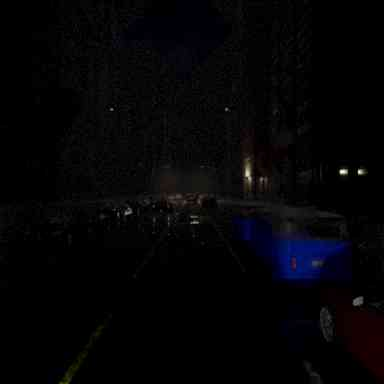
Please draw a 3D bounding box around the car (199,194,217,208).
[{"bbox_3d":[2.357,1.395,45.722,1.882,1.535,5.008,0,0,0],"label":"car"}]

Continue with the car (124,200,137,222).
[{"bbox_3d":[-5.764,1.477,25.986,1.752,1.417,4.829,0,0,0],"label":"car"}]

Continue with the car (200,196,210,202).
[{"bbox_3d":[2.758,1.451,71.581,1.947,1.339,4.313,0,0,0],"label":"car"}]

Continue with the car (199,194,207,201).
[{"bbox_3d":[2.757,1.313,82.935,1.967,1.590,4.097,0,0,0],"label":"car"}]

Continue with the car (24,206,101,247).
[{"bbox_3d":[-5.764,1.523,14.801,2.008,1.369,4.403,0,0,0],"label":"car"}]

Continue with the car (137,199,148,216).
[{"bbox_3d":[-5.765,1.507,31.834,1.947,1.339,4.313,0,0,0],"label":"car"}]

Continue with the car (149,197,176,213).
[{"bbox_3d":[-3.099,1.536,35.429,1.895,1.301,4.718,0,0,0],"label":"car"}]

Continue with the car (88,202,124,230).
[{"bbox_3d":[-5.764,1.402,20.479,1.967,1.590,4.097,0,0,0],"label":"car"}]

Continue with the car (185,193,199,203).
[{"bbox_3d":[-0.004,1.398,64.476,1.837,1.490,4.892,0,0,0],"label":"car"}]

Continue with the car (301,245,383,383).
[{"bbox_3d":[2.762,1.576,3.449,1.802,1.307,4.206,0,0,0],"label":"car"}]

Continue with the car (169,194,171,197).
[{"bbox_3d":[-5.767,1.456,65.898,1.947,1.339,4.313,0,0,0],"label":"car"}]

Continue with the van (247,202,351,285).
[{"bbox_3d":[2.762,1.325,9.127,1.690,1.788,3.998,0,0,0],"label":"van"}]

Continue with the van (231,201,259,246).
[{"bbox_3d":[2.761,1.314,14.804,1.690,1.788,3.998,0,0,0],"label":"van"}]

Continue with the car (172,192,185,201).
[{"bbox_3d":[-3.004,1.299,77.029,2.033,1.411,5.357,0,0,0],"label":"car"}]
